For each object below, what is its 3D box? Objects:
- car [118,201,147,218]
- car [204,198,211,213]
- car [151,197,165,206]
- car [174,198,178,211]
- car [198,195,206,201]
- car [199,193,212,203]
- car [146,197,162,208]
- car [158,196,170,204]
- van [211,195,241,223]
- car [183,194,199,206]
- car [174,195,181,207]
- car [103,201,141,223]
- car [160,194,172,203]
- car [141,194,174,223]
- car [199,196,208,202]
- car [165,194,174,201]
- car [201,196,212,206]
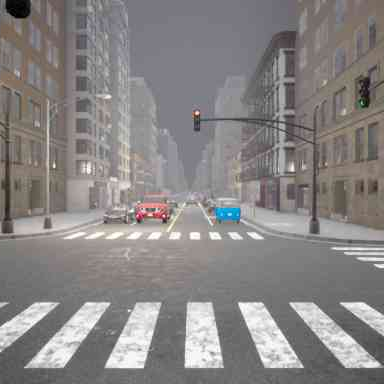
[{"bbox_3d":[-5.401,1.543,30.638,1.887,1.381,4.507,0,0,0],"label":"car"},{"bbox_3d":[2.622,1.580,36.331,1.802,1.307,4.206,0,0,0],"label":"car"},{"bbox_3d":[-5.409,1.556,53.367,1.947,1.339,4.313,0,0,0],"label":"car"},{"bbox_3d":[-2.866,1.599,35.454,1.895,1.301,4.718,0,0,0],"label":"car"},{"bbox_3d":[2.602,1.531,87.463,1.947,1.339,4.313,0,0,0],"label":"car"},{"bbox_3d":[2.616,1.305,53.375,2.192,1.841,5.009,0,0,0],"label":"car"},{"bbox_3d":[-5.407,1.520,47.515,1.752,1.417,4.829,0,0,0],"label":"car"},{"bbox_3d":[-5.414,1.548,64.730,1.947,1.339,4.313,0,0,0],"label":"car"},{"bbox_3d":[2.626,1.340,24.969,1.690,1.788,3.998,0,0,0],"label":"van"},{"bbox_3d":[-0.023,1.537,54.681,2.033,1.411,5.357,0,0,0],"label":"car"},{"bbox_3d":[-2.854,1.499,46.348,1.837,1.490,4.892,0,0,0],"label":"car"},{"bbox_3d":[-5.399,1.549,24.957,2.008,1.369,4.403,0,0,0],"label":"car"},{"bbox_3d":[-5.416,1.293,70.411,2.192,1.841,5.009,0,0,0],"label":"car"},{"bbox_3d":[-2.858,1.220,25.637,2.150,2.045,5.566,0,0,0],"label":"car"},{"bbox_3d":[2.607,1.524,76.100,2.008,1.369,4.403,0,0,0],"label":"car"},{"bbox_3d":[-5.421,1.409,81.775,1.967,1.590,4.097,0,0,0],"label":"car"},{"bbox_3d":[2.618,1.576,47.694,1.802,1.307,4.206,0,0,0],"label":"car"}]
